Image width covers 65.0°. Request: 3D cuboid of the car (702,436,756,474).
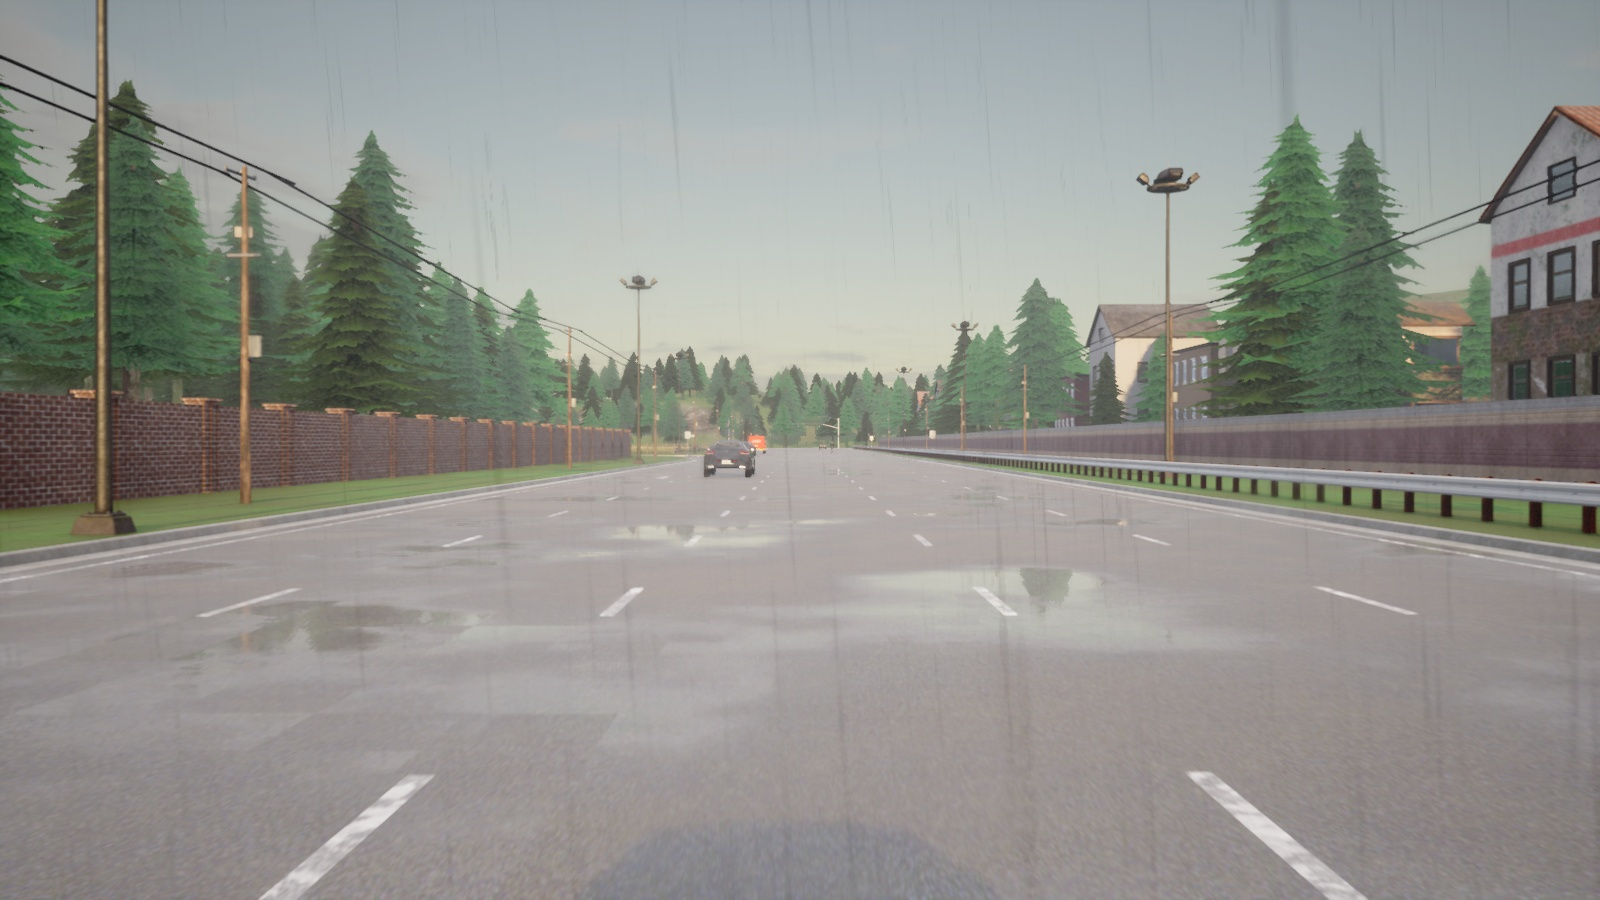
[{"bbox_3d":[-3.160,0.202,56.821,2.152,1.651,5.027,0,0,0],"label":"car"}]
